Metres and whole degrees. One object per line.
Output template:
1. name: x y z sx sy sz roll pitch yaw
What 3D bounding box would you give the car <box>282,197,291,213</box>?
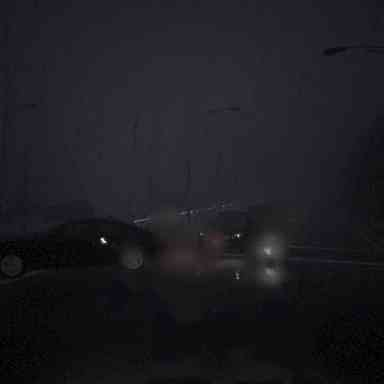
1. car: 7.766 1.486 30.501 1.837 1.490 4.892 0 0 19

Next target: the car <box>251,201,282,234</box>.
1. car: 3.972 1.490 19.294 1.837 1.490 4.892 0 0 19

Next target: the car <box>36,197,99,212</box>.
1. car: -9.021 1.356 24.205 3.633 1.501 1.845 0 0 18

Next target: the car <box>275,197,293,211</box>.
1. car: 11.683 1.483 42.094 1.837 1.490 4.892 0 0 19

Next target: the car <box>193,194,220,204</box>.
1. car: 1.693 1.125 56.772 5.027 1.636 2.152 0 0 19

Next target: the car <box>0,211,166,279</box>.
1. car: -3.278 1.475 9.864 5.008 1.535 1.882 0 0 -15

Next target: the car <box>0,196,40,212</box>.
1. car: -15.098 1.356 29.404 3.806 1.475 1.970 0 0 19

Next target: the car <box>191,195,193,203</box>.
1. car: -2.402 1.052 44.651 3.866 1.878 1.905 0 0 18

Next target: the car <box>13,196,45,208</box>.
1. car: -21.672 1.273 44.284 3.633 1.501 1.845 0 0 18

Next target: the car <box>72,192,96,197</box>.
1. car: -18.433 1.249 53.738 4.514 1.523 2.007 0 0 18

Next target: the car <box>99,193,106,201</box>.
1. car: -20.173 1.014 70.943 3.866 1.878 1.905 0 0 18

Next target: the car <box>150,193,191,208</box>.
1. car: -2.942 1.074 41.767 4.605 1.855 1.932 0 0 18

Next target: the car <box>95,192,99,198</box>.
1. car: -21.816 1.298 67.989 3.806 1.475 1.970 0 0 19

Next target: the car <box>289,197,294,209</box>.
1. car: 9.808 1.544 36.539 1.994 1.385 4.181 0 0 19

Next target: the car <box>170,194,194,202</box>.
1. car: -2.065 1.257 68.682 4.514 1.523 2.007 0 0 18

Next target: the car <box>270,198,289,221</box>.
1. car: 5.885 1.475 24.939 2.128 1.511 4.902 0 0 19

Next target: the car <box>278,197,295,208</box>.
1. car: 13.567 1.468 47.669 2.128 1.511 4.902 0 0 19

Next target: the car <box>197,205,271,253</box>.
1. car: 1.822 1.514 13.886 1.812 1.442 4.674 0 0 24

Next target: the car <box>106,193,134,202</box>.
1. car: -13.771 1.046 65.311 4.605 1.855 1.932 0 0 18
